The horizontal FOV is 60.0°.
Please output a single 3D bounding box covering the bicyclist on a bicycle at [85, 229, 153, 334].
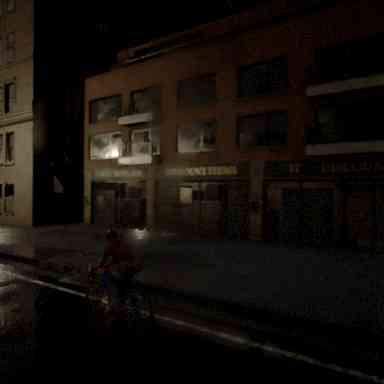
[{"bbox_3d":[-1.265,1.452,5.566,1.656,1.620,0.582,0,0,36],"label":"bicyclist on a bicycle"}]
